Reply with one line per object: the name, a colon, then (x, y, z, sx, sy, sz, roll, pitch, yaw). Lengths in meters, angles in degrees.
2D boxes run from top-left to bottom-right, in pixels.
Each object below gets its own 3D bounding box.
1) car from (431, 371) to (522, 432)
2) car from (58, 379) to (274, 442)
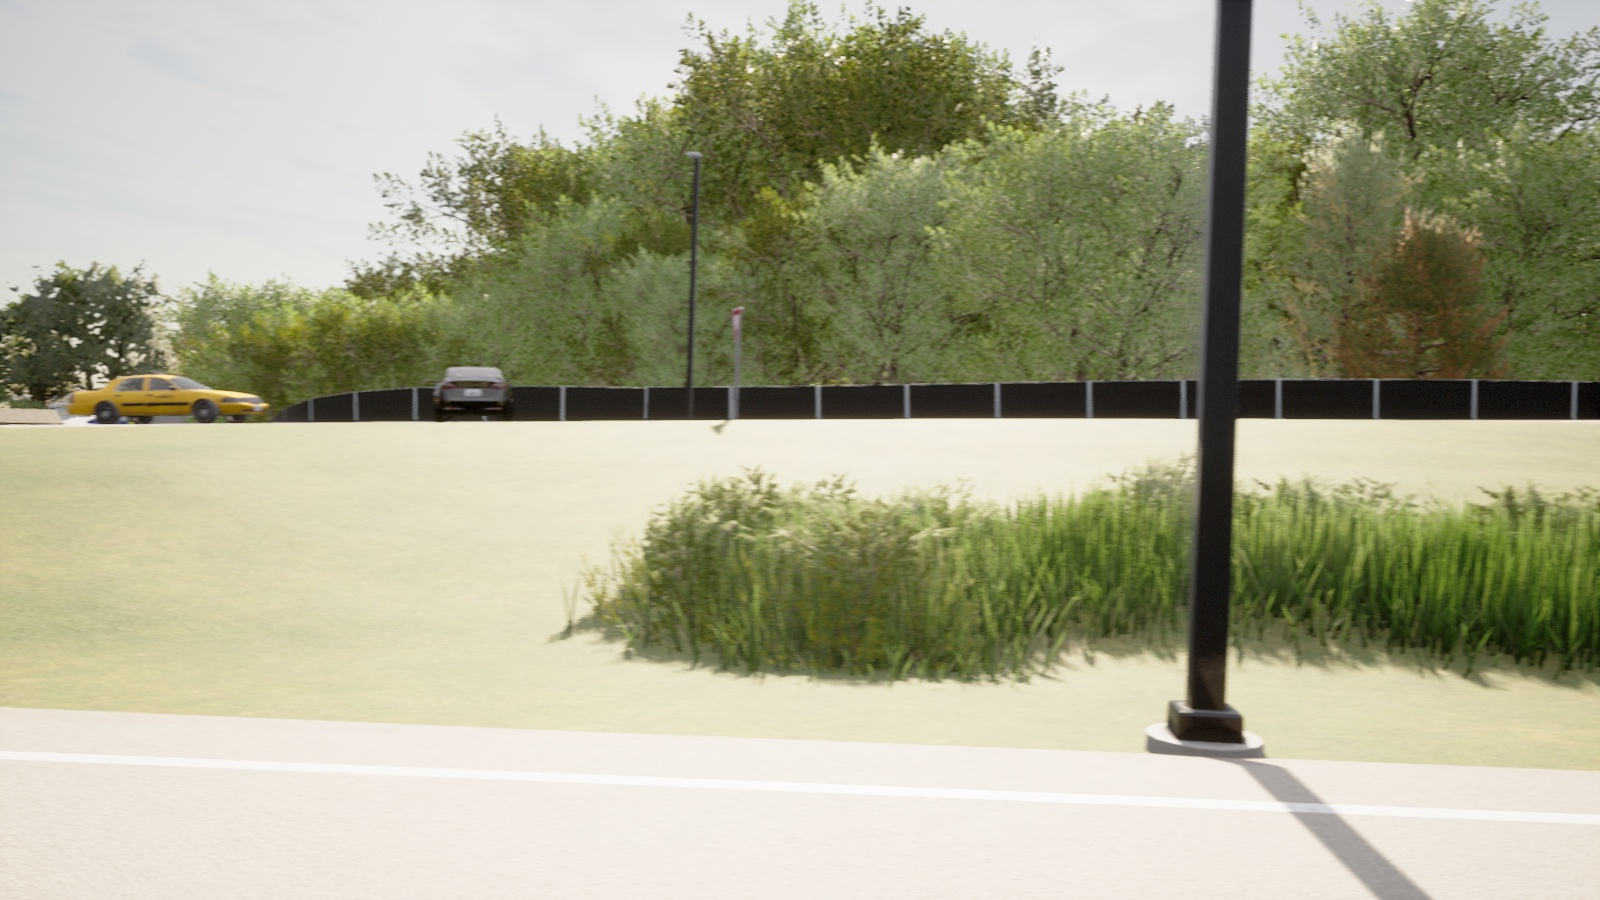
car: (-8.730, -1.281, 33.876, 2.163, 1.488, 4.792, -2, 2, -15)
car: (-18.175, -1.108, 36.090, 5.366, 1.575, 1.801, -2, 1, 6)
